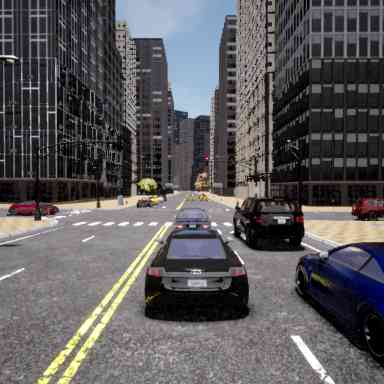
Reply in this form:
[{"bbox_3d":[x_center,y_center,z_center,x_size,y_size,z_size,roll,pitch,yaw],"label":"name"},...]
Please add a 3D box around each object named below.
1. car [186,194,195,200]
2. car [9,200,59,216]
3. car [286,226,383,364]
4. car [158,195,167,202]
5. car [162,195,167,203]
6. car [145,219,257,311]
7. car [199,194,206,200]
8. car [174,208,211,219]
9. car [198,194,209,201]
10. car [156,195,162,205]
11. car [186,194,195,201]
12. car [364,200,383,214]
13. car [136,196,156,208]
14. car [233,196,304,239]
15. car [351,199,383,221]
[{"bbox_3d":[-0.405,1.268,89.093,2.128,1.511,4.902,0,0,0],"label":"car"},{"bbox_3d":[-14.441,1.460,30.541,4.181,1.385,1.994,1,1,6],"label":"car"},{"bbox_3d":[3.334,1.561,5.852,1.994,1.385,4.181,0,0,-1],"label":"car"},{"bbox_3d":[-6.855,1.428,78.044,1.837,1.490,4.892,0,0,0],"label":"car"},{"bbox_3d":[-6.825,1.467,67.939,1.812,1.442,4.674,0,0,0],"label":"car"},{"bbox_3d":[0.067,1.560,7.821,1.994,1.385,4.181,0,0,-1],"label":"car"},{"bbox_3d":[2.845,1.243,89.107,1.837,1.490,4.892,0,0,0],"label":"car"},{"bbox_3d":[0.023,1.538,17.043,2.033,1.411,5.357,0,0,0],"label":"car"},{"bbox_3d":[2.893,1.396,78.690,1.882,1.535,5.008,0,0,0],"label":"car"},{"bbox_3d":[-6.842,1.433,57.146,1.882,1.535,5.008,0,0,0],"label":"car"},{"bbox_3d":[-0.357,1.396,78.676,1.882,1.535,5.008,0,0,0],"label":"car"},{"bbox_3d":[21.646,1.643,36.272,4.829,1.417,1.752,1,0,1],"label":"car"},{"bbox_3d":[-6.810,1.530,48.218,1.994,1.385,4.181,0,0,0],"label":"car"},{"bbox_3d":[3.306,1.213,15.272,2.150,2.045,5.566,0,0,-2],"label":"car"},{"bbox_3d":[16.075,1.520,27.960,5.009,1.841,2.192,1,0,1],"label":"car"}]
